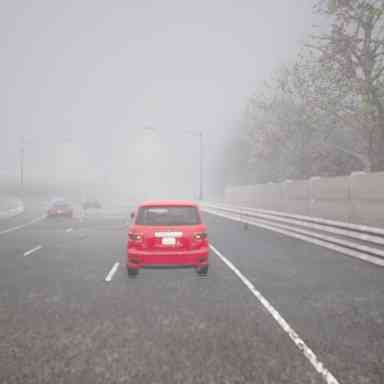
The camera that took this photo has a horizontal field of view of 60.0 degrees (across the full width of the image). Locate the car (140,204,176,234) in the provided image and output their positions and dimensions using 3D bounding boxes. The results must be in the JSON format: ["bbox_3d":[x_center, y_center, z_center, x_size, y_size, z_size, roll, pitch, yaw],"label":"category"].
[{"bbox_3d":[-2.234,1.552,20.626,1.812,1.442,4.674,0,0,-11],"label":"car"}]

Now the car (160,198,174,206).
[{"bbox_3d":[-4.258,1.675,57.920,1.895,1.301,4.718,0,0,2],"label":"car"}]

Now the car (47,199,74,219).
[{"bbox_3d":[-11.700,1.609,29.811,1.994,1.385,4.181,0,0,-16],"label":"car"}]

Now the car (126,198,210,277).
[{"bbox_3d":[-0.787,1.237,10.500,2.150,2.045,5.566,0,0,-5],"label":"car"}]

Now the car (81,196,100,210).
[{"bbox_3d":[-13.810,1.418,45.073,2.097,1.767,4.553,0,0,-24],"label":"car"}]
